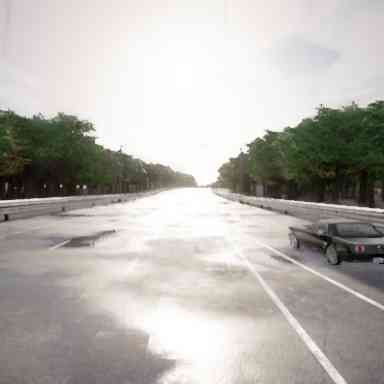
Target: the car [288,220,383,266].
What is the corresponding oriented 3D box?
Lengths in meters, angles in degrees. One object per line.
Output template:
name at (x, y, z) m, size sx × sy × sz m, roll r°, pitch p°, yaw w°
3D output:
car at (5.001, 1.602, 11.508) m, size 1.895 × 1.301 × 4.718 m, roll 1°, pitch 0°, yaw -6°
